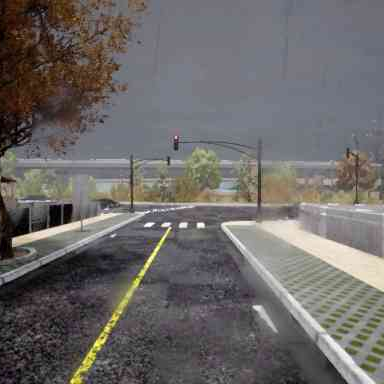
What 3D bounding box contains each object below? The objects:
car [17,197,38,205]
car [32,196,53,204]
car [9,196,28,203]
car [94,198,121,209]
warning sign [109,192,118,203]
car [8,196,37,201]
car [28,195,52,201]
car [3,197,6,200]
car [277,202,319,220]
[{"bbox_3d":[-32.660,1.746,66.085,4.674,1.442,1.812,-1,2,36],"label":"car"},{"bbox_3d":[-30.859,1.630,68.791,4.674,1.442,1.812,-1,2,36],"label":"car"},{"bbox_3d":[-38.984,1.680,74.694,4.718,1.301,1.895,-1,2,36],"label":"car"},{"bbox_3d":[-12.192,1.637,47.075,4.892,1.490,1.837,0,2,36],"label":"car"},{"bbox_3d":[-14.246,0.995,60.260,1.060,1.860,1.300,2,1,36],"label":"warning sign"},{"bbox_3d":[-27.866,1.888,54.482,4.674,1.442,1.812,-1,2,36],"label":"car"},{"bbox_3d":[-26.373,1.480,57.415,5.566,2.045,2.150,-1,1,36],"label":"car"},{"bbox_3d":[-40.872,1.695,72.047,4.892,1.490,1.837,-1,2,36],"label":"car"},{"bbox_3d":[9.826,1.568,27.536,5.357,1.411,2.033,-1,1,29],"label":"car"}]
